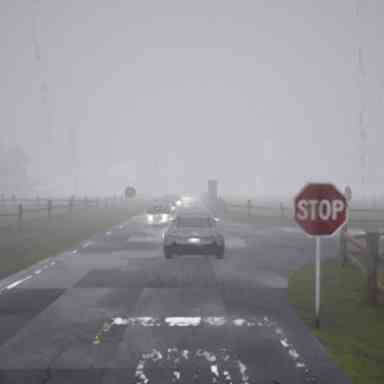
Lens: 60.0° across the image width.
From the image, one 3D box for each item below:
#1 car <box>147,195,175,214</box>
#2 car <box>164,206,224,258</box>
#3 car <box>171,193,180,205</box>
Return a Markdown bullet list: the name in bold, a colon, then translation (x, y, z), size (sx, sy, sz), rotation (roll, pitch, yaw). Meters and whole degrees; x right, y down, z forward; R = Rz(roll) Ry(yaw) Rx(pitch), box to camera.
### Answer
- **car**: translation (-2.906, 1.209, 30.277), size (1.994, 1.385, 4.181), rotation (0, 1, 0)
- **car**: translation (0.070, 1.441, 12.257), size (1.994, 1.385, 4.181), rotation (0, 1, 0)
- **car**: translation (-2.932, 1.048, 42.013), size (2.033, 1.411, 5.357), rotation (0, 1, 0)
